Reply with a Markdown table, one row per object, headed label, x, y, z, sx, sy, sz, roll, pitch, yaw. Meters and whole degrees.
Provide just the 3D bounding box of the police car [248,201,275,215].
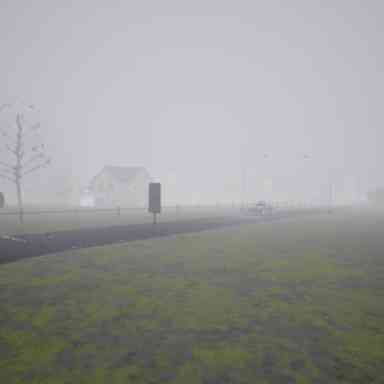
| label | x | y | z | sx | sy | sz | roll | pitch | yaw |
| --- | --- | --- | --- | --- | --- | --- | --- | --- | --- |
| police car | 8.605 | 1.971 | 41.282 | 1.930 | 1.638 | 5.238 | 1 | 0 | 35 |
